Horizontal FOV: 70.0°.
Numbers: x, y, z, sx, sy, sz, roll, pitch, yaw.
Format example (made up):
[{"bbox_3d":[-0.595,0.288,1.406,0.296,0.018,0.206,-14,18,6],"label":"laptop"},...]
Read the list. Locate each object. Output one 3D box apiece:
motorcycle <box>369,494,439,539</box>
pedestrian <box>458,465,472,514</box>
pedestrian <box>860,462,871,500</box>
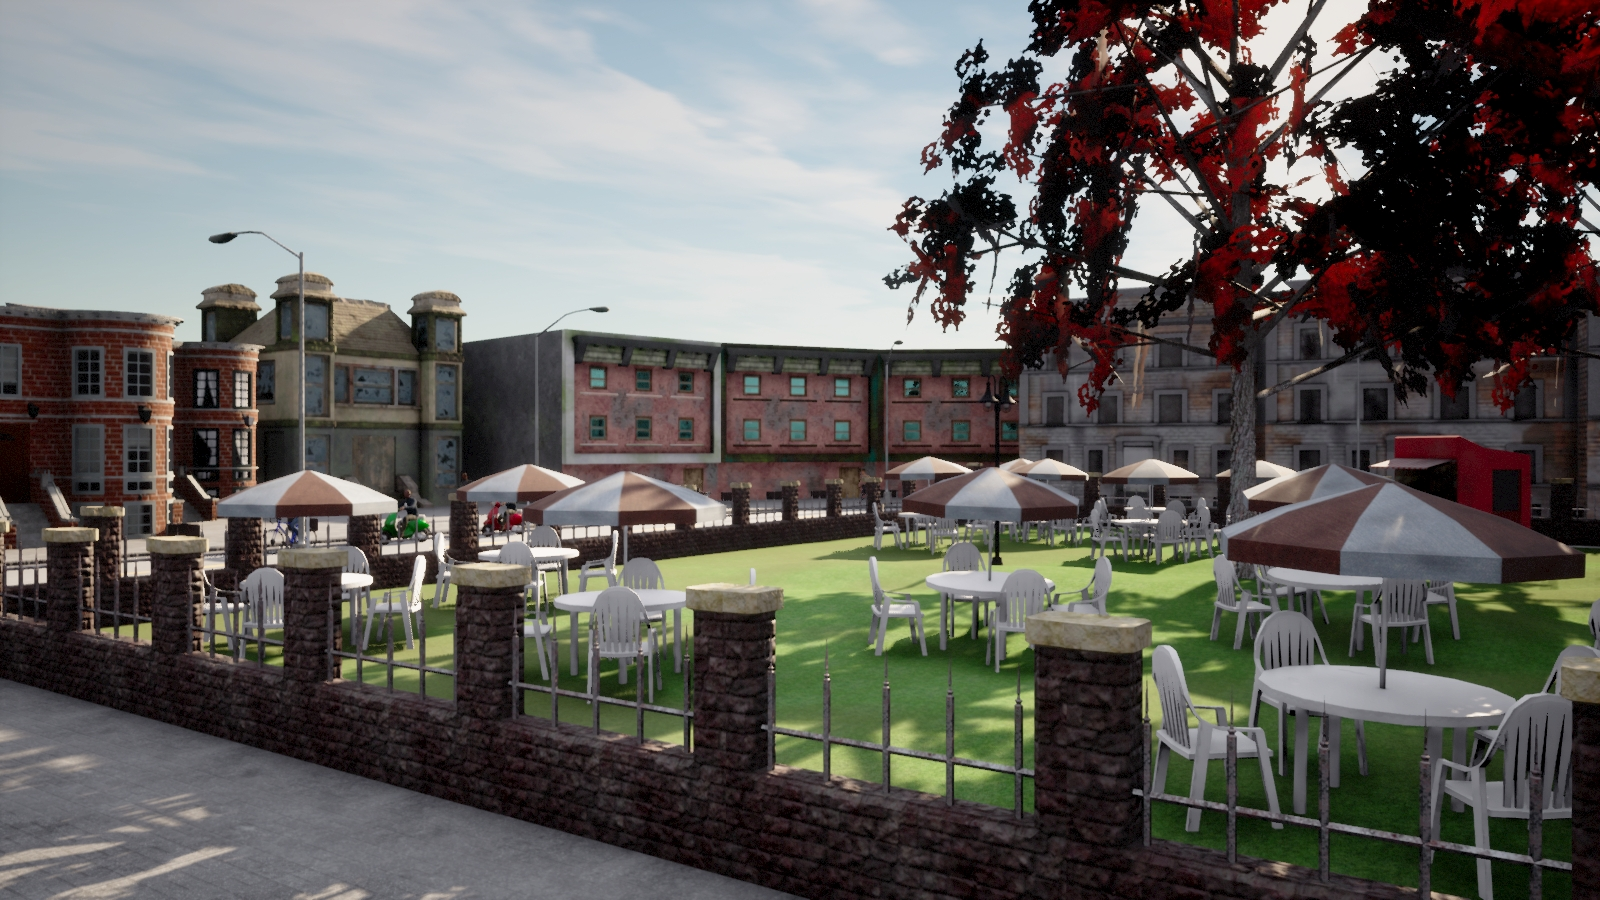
[{"bbox_3d":[-11.759,1.950,33.969,0.856,1.236,1.805,0,0,35],"label":"motorcycle"},{"bbox_3d":[-12.854,1.516,43.840,0.375,1.860,0.375,0,0,34],"label":"pedestrian"},{"bbox_3d":[3.176,1.514,55.643,0.375,1.860,0.375,0,0,-36],"label":"pedestrian"}]
